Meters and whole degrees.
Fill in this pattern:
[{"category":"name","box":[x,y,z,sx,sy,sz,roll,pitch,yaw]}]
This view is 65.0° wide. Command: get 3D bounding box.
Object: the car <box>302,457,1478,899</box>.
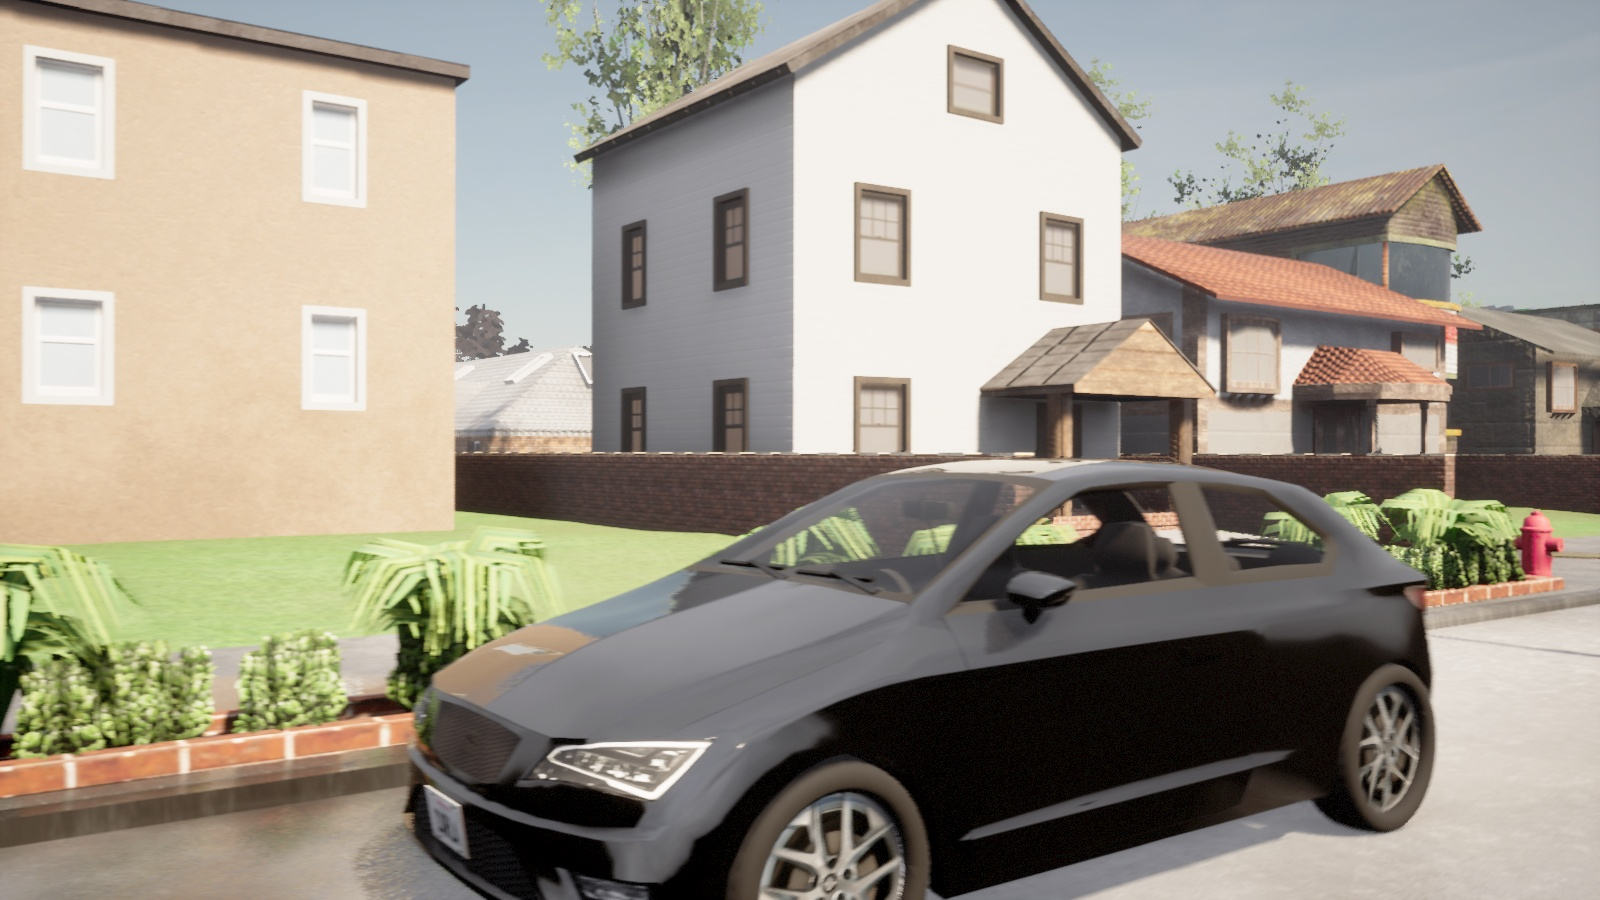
[{"category":"car","box":[0.561,0.769,4.702,4.193,1.474,1.816,0,0,-35]}]
